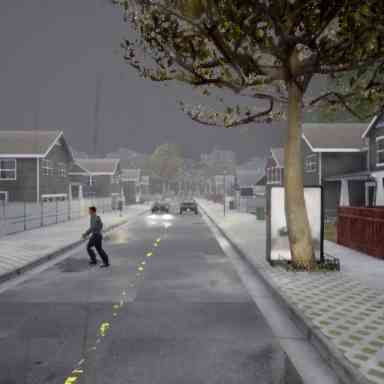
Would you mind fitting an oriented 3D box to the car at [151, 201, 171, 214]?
[{"bbox_3d":[-3.321,1.614,35.765,1.895,1.301,4.718,0,0,-1],"label":"car"}]

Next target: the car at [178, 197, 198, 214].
[{"bbox_3d":[-0.377,1.519,35.860,1.837,1.490,4.892,0,0,-1],"label":"car"}]

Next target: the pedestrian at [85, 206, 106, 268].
[{"bbox_3d":[-2.834,1.295,9.792,0.375,1.860,0.375,0,0,-9],"label":"pedestrian"}]

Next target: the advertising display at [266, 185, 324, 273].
[{"bbox_3d":[2.895,1.025,9.388,1.540,2.440,0.280,0,0,-1],"label":"advertising display"}]

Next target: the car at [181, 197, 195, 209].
[{"bbox_3d":[-0.519,1.531,46.112,1.837,1.490,4.892,0,0,-1],"label":"car"}]
